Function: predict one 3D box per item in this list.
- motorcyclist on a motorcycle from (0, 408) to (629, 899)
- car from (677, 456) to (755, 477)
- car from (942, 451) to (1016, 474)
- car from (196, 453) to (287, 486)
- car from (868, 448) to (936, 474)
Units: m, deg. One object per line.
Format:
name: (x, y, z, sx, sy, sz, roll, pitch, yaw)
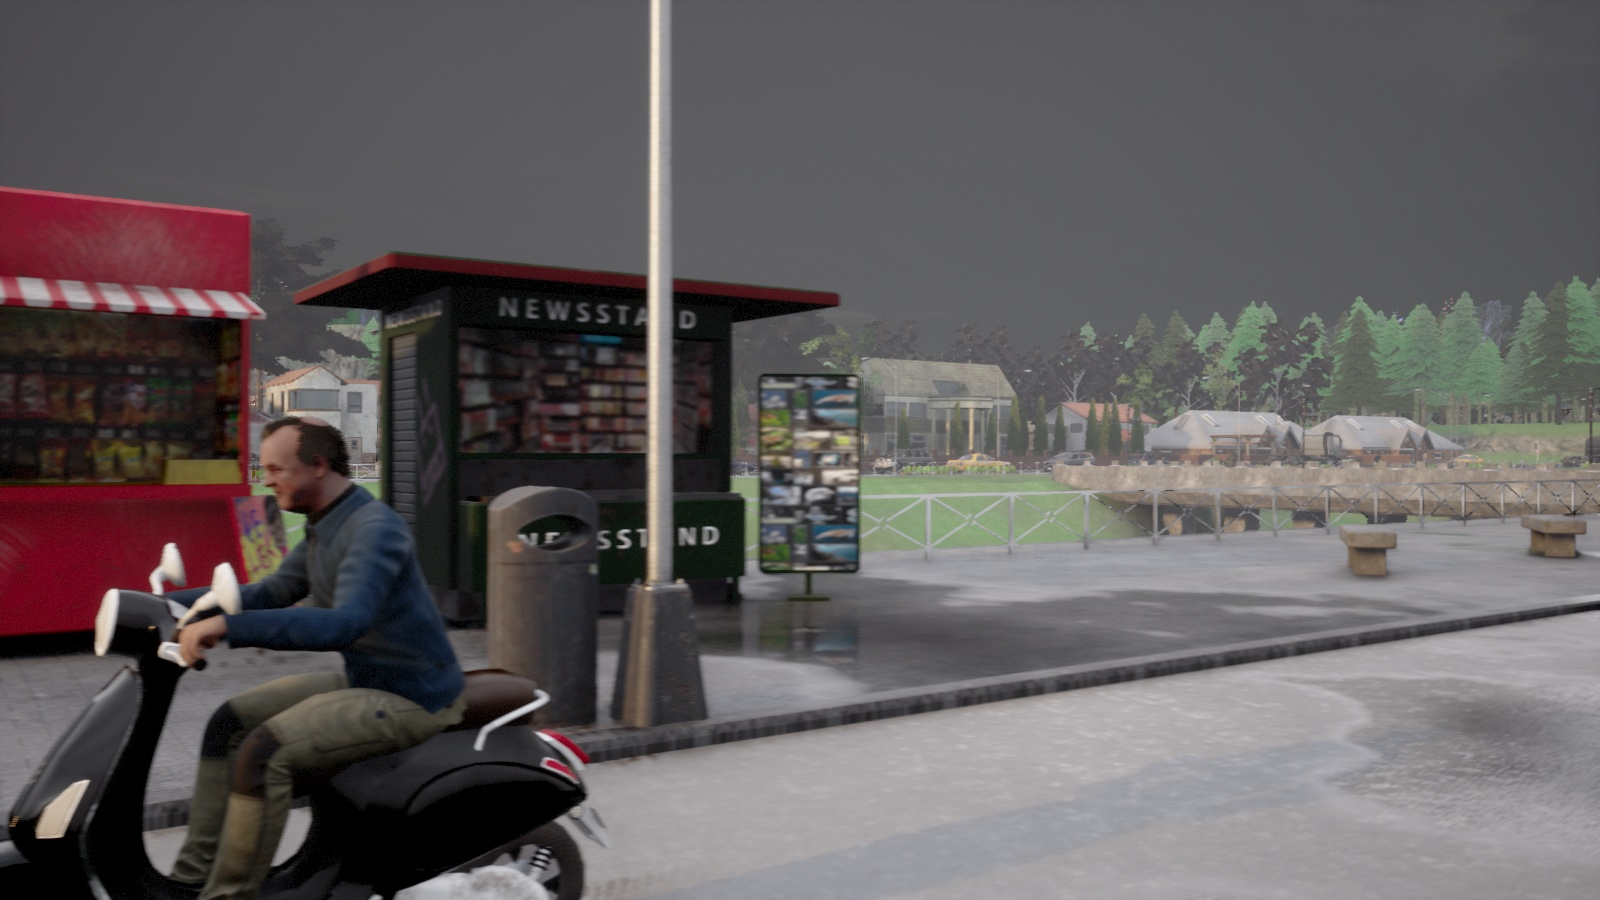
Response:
motorcyclist on a motorcycle: (-1.459, 0.709, 3.251, 1.817, 1.590, 0.866, 0, 0, -35)
car: (-5.380, 1.054, 80.565, 4.718, 1.301, 1.895, 0, 0, -35)
car: (12.609, 0.873, 88.208, 5.366, 1.575, 1.801, 0, 0, -35)
car: (-26.974, 0.929, 60.669, 3.705, 1.549, 1.789, 0, 0, -35)
car: (7.288, 0.765, 89.380, 4.605, 1.855, 1.932, 0, 0, -35)
